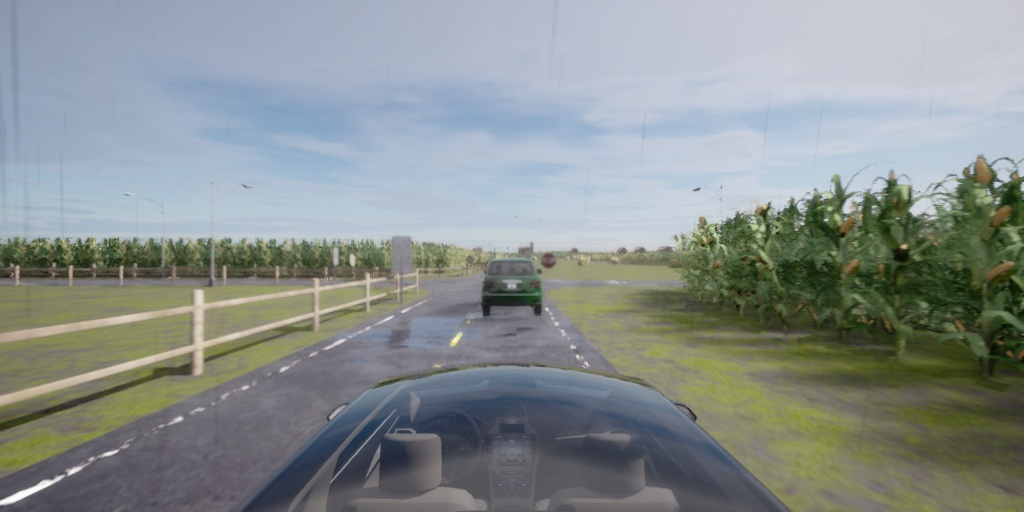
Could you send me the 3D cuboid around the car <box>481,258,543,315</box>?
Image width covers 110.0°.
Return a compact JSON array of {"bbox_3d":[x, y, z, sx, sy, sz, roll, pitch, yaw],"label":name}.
[{"bbox_3d":[0.008,1.093,14.402,2.150,2.045,5.566,0,0,0],"label":"car"}]
